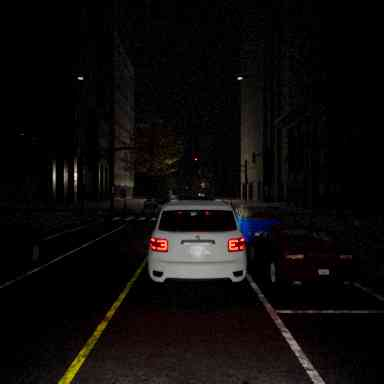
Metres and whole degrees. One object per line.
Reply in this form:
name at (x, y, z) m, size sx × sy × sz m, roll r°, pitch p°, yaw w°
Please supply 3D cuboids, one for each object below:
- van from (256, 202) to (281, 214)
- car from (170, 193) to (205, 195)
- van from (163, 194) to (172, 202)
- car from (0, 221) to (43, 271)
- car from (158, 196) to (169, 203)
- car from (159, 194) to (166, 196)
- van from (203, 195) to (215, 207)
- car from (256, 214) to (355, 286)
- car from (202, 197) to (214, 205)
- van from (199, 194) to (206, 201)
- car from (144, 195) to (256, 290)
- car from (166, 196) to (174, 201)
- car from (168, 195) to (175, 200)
van at (2.768, 1.344, 14.750) m, size 1.690 × 1.788 × 3.998 m, roll 0°, pitch 0°, yaw 0°
car at (0.084, 1.227, 19.559) m, size 2.150 × 2.045 × 5.566 m, roll 0°, pitch 0°, yaw 0°
van at (-5.822, 1.403, 79.066) m, size 1.690 × 1.788 × 3.998 m, roll 0°, pitch 0°, yaw 0°
car at (-5.784, 1.546, 9.237) m, size 1.887 × 1.381 × 4.507 m, roll 0°, pitch 0°, yaw 0°
car at (-5.814, 1.598, 68.488) m, size 2.008 × 1.369 × 4.403 m, roll 0°, pitch 0°, yaw 0°
car at (-5.806, 1.580, 57.910) m, size 1.887 × 1.381 × 4.507 m, roll 0°, pitch 0°, yaw 0°
van at (2.724, 1.370, 52.735) m, size 1.690 × 1.788 × 3.998 m, roll 0°, pitch 0°, yaw 0°
car at (2.771, 1.546, 9.225) m, size 1.887 × 1.381 × 4.507 m, roll 0°, pitch 0°, yaw 0°
car at (2.719, 1.601, 58.148) m, size 1.947 × 1.339 × 4.313 m, roll 0°, pitch 0°, yaw 0°
van at (2.699, 1.413, 85.214) m, size 1.690 × 1.788 × 3.998 m, roll 0°, pitch 0°, yaw 0°
car at (0.102, 1.223, 9.198) m, size 2.150 × 2.045 × 5.566 m, roll 0°, pitch 0°, yaw 0°
car at (-5.831, 1.645, 89.643) m, size 1.947 × 1.339 × 4.313 m, roll 0°, pitch 0°, yaw 0°
car at (-5.835, 1.613, 94.763) m, size 1.752 × 1.417 × 4.829 m, roll 0°, pitch 0°, yaw 0°
